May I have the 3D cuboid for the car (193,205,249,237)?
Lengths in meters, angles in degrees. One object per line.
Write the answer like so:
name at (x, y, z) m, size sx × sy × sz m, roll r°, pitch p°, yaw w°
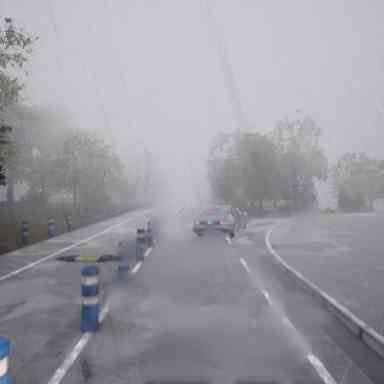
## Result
car at (1.631, 1.395, 17.146) m, size 2.033 × 1.411 × 5.357 m, roll -2°, pitch 0°, yaw 20°
